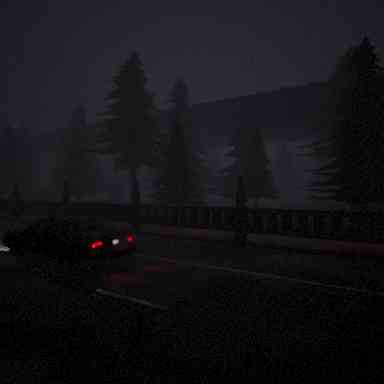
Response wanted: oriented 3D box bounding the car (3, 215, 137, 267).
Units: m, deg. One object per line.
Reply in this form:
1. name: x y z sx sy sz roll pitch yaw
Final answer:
1. car: -4.283 1.505 11.263 5.357 1.411 2.033 0 0 36
